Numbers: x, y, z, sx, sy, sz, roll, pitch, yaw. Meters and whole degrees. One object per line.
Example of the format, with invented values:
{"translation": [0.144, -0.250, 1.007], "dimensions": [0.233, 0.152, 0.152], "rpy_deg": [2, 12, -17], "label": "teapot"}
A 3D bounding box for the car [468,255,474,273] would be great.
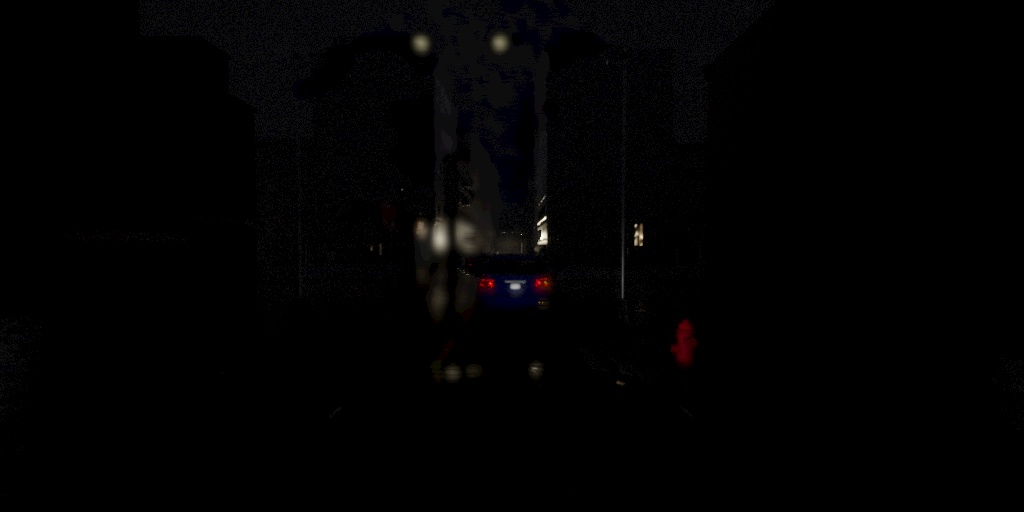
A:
{"translation": [-1.214, 0.871, 32.627], "dimensions": [5.566, 2.045, 2.150], "rpy_deg": [-1, 0, -1], "label": "car"}

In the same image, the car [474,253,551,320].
{"translation": [0.103, 0.947, 12.599], "dimensions": [2.150, 2.045, 5.566], "rpy_deg": [0, 0, 0], "label": "car"}
